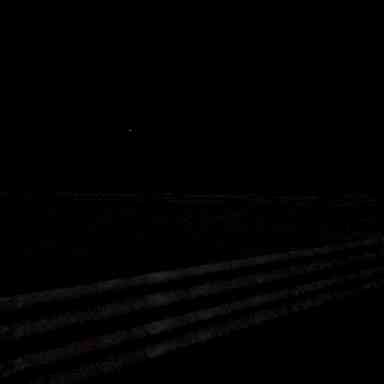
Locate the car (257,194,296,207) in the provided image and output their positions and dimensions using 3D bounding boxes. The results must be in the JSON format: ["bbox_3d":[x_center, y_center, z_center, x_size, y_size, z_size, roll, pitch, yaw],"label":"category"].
[{"bbox_3d":[10.671,1.031,42.147,4.902,1.511,2.128,1,0,5],"label":"car"}]

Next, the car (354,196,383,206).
[{"bbox_3d":[26.217,1.278,47.873,4.718,1.301,1.895,1,0,5],"label":"car"}]

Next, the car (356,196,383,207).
[{"bbox_3d":[24.898,1.233,44.464,5.357,1.411,2.033,1,0,5],"label":"car"}]

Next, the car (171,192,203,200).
[{"bbox_3d":[-0.687,0.774,50.126,4.892,1.490,1.837,1,0,5],"label":"car"}]
